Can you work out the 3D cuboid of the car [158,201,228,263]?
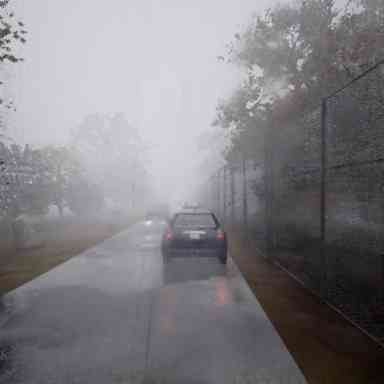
[{"bbox_3d":[0.083,1.400,12.322,2.097,1.767,4.553,0,0,0],"label":"car"}]

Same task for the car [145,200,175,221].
[{"bbox_3d":[-2.911,1.685,29.195,2.033,1.411,5.357,0,0,0],"label":"car"}]
